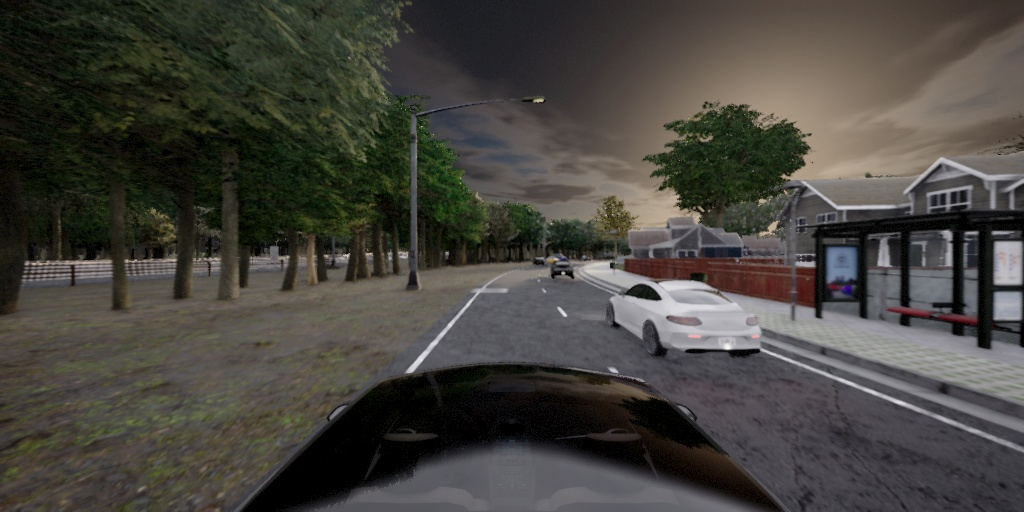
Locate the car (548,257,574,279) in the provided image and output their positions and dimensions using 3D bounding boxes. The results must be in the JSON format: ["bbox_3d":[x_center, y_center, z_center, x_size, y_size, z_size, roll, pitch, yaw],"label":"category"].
[{"bbox_3d":[4.260,1.106,30.813,1.837,1.490,4.892,0,0,5],"label":"car"}]

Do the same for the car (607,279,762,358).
[{"bbox_3d":[3.598,1.247,8.300,1.812,1.442,4.674,0,0,0],"label":"car"}]

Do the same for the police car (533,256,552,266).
[{"bbox_3d":[4.810,0.820,59.981,1.930,1.638,5.238,0,1,16],"label":"police car"}]
